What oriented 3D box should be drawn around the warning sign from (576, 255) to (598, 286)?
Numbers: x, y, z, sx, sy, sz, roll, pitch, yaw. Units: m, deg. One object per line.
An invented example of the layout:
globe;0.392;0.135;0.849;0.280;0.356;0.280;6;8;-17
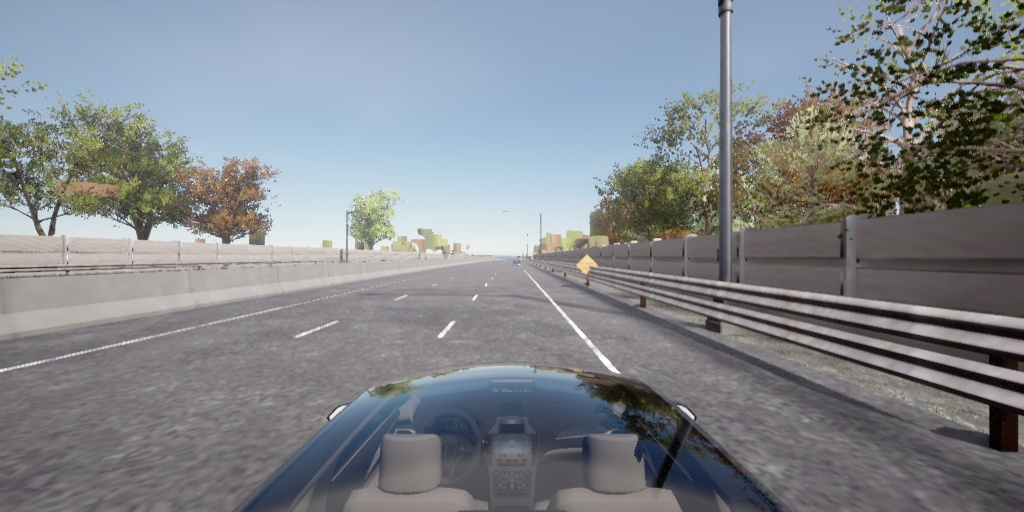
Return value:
warning sign;4.550;0.847;21.754;1.300;1.860;1.060;0;0;0
